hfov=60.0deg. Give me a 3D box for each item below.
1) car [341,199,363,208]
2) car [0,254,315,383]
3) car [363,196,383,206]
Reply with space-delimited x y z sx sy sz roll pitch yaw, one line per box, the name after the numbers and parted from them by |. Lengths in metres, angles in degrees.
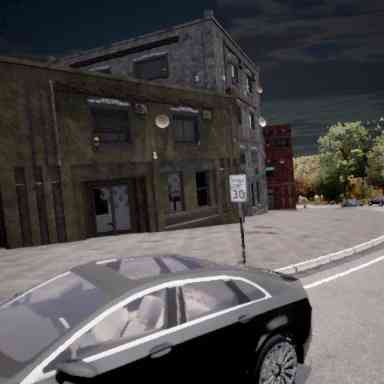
25.485 1.814 52.974 1.994 1.385 4.181 -5 -2 0 | car
-0.744 1.491 3.351 4.902 1.511 2.128 0 0 -37 | car
28.983 1.393 51.144 2.128 1.511 4.902 -5 -2 -1 | car
